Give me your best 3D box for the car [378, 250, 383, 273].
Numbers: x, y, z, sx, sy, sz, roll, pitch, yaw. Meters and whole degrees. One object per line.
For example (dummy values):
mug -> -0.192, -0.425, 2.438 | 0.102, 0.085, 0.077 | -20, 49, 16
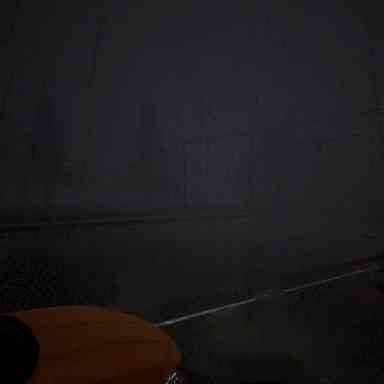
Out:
car -> 7.056, 1.548, 8.826 | 5.357, 1.411, 2.033 | 0, 0, -35

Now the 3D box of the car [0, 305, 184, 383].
car -> -2.353, 1.478, 2.067 | 5.008, 1.535, 1.882 | 0, 0, -35
